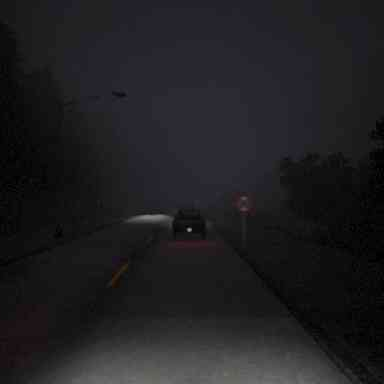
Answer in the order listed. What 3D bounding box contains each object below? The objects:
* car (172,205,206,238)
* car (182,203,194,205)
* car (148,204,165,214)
[{"bbox_3d":[-0.176,1.795,19.815,2.128,1.511,4.902,0,-1,-1],"label":"car"},{"bbox_3d":[-0.497,2.116,40.878,2.128,1.511,4.902,0,-1,-1],"label":"car"},{"bbox_3d":[-4.743,2.304,44.686,1.895,1.301,4.718,0,-1,-1],"label":"car"}]
